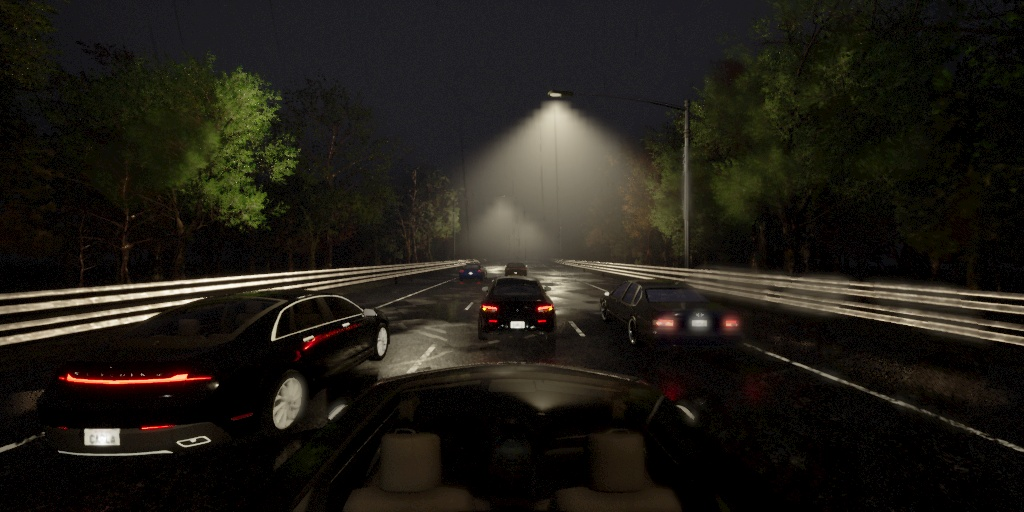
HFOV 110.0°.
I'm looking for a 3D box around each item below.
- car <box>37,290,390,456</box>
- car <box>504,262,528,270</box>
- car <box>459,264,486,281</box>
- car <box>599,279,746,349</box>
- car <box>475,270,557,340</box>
[{"bbox_3d":[-3.388,1.255,5.395,1.837,1.490,4.892,0,0,0],"label":"car"},{"bbox_3d":[0.344,1.224,31.458,1.882,1.535,5.008,0,0,1],"label":"car"},{"bbox_3d":[-3.175,1.311,29.828,1.994,1.385,4.181,0,0,1],"label":"car"},{"bbox_3d":[3.599,1.297,9.173,2.033,1.411,5.357,0,0,3],"label":"car"},{"bbox_3d":[0.128,1.275,9.814,1.812,1.442,4.674,0,0,0],"label":"car"}]
